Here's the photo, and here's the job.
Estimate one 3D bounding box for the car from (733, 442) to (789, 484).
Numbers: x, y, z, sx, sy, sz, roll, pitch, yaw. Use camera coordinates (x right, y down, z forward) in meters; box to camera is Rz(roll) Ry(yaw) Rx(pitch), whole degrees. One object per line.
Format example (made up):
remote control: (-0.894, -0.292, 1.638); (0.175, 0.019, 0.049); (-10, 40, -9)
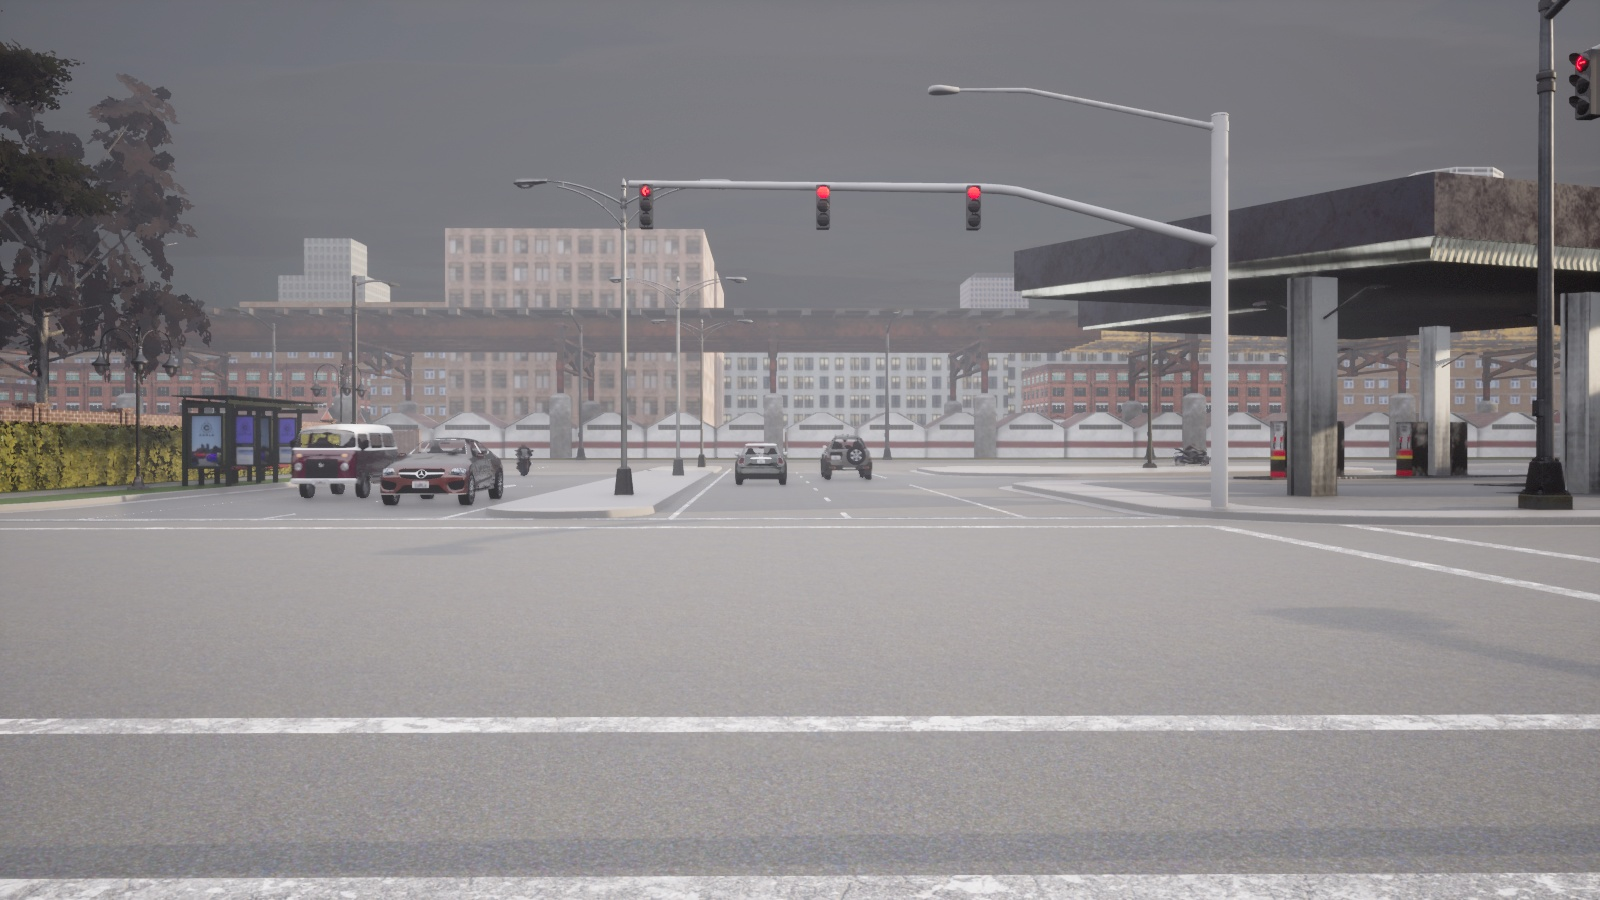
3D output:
car: (-1.443, 0.448, 46.524); (1.970, 1.475, 3.806); (0, 0, -2)

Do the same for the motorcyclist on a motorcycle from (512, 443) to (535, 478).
motorcyclist on a motorcycle: (-12.501, 0.451, 56.833); (0.866, 1.530, 2.191); (0, 0, -16)

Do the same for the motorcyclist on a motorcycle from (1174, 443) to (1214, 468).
motorcyclist on a motorcycle: (24.899, 0.353, 79.383); (2.191, 1.530, 0.866); (0, 0, -2)

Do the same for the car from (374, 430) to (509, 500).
car: (-9.015, 0.337, 32.078); (2.152, 1.651, 5.027); (0, 0, -2)

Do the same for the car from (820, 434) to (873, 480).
car: (1.885, 0.269, 52.332); (1.932, 1.855, 4.605); (0, 0, -2)

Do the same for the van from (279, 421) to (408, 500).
van: (-12.603, 0.262, 34.979); (2.069, 2.038, 4.480); (0, 0, -2)
